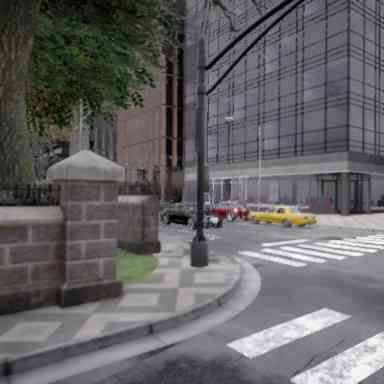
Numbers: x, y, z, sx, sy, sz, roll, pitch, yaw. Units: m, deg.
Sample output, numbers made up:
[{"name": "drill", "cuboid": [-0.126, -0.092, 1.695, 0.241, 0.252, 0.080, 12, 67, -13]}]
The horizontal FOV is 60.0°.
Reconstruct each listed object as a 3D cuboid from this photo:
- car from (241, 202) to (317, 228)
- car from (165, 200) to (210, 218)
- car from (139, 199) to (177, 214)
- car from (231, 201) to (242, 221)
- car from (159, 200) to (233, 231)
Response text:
[{"name": "car", "cuboid": [5.740, 1.500, 21.788, 1.752, 1.417, 4.829, 1, -1, -35]}, {"name": "car", "cuboid": [-0.486, 1.513, 30.545, 1.887, 1.381, 4.507, 1, -1, -35]}, {"name": "car", "cuboid": [-3.648, 1.516, 34.992, 2.008, 1.369, 4.403, 1, -1, -35]}, {"name": "car", "cuboid": [2.677, 1.411, 26.098, 1.967, 1.590, 4.097, 1, -1, -35]}, {"name": "car", "cuboid": [-0.144, 1.383, 19.959, 2.128, 1.511, 4.902, 1, 0, -34]}]
